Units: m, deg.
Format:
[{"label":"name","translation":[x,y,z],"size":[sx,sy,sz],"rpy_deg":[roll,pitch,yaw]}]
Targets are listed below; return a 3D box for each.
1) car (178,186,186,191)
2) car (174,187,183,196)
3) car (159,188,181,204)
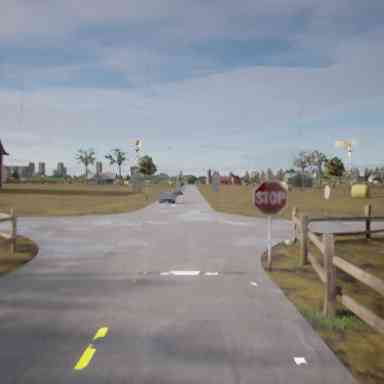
[{"label":"car","translation":[-2.670,-0.913,87.103],"size":[1.994,1.385,4.181],"rpy_deg":[0,2,0]},{"label":"car","translation":[-2.693,-0.217,61.886],"size":[2.097,1.767,4.553],"rpy_deg":[0,1,0]},{"label":"car","translation":[-2.718,0.654,38.534],"size":[2.033,1.411,5.357],"rpy_deg":[0,2,0]}]
